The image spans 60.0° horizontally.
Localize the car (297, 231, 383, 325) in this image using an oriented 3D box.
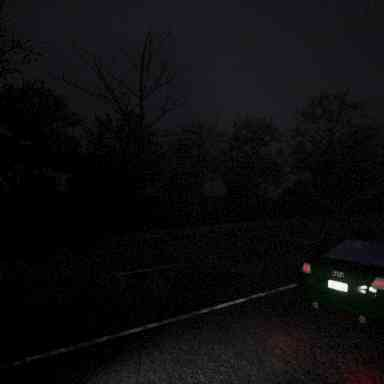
[{"bbox_3d":[4.033,1.494,6.687,4.181,1.385,1.994,-1,1,-36],"label":"car"}]
